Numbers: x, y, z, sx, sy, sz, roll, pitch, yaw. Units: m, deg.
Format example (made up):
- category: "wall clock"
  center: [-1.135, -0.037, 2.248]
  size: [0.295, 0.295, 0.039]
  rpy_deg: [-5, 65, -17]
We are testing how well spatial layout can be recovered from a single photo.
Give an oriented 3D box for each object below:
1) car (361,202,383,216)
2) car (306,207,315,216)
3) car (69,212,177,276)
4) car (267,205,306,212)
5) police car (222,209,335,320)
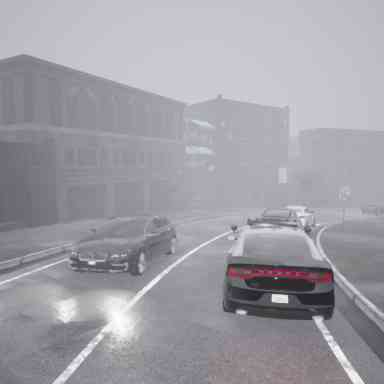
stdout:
- category: "car"
  center: [22.136, 1.992, 39.570]
  size: [4.902, 1.511, 2.128]
  rpy_deg: [2, 3, -33]
- category: "car"
  center: [6.858, 1.607, 21.746]
  size: [1.812, 1.442, 4.674]
  rpy_deg: [2, 1, 29]
- category: "car"
  center: [-1.833, 1.447, 10.361]
  size: [1.837, 1.490, 4.892]
  rpy_deg: [1, 0, 14]
- category: "car"
  center: [4.436, 1.543, 16.602]
  size: [1.837, 1.490, 4.892]
  rpy_deg: [2, 0, 22]
- category: "police car"
  center: [1.816, 1.432, 7.625]
  size: [1.930, 1.638, 5.238]
  rpy_deg: [1, 0, 10]
